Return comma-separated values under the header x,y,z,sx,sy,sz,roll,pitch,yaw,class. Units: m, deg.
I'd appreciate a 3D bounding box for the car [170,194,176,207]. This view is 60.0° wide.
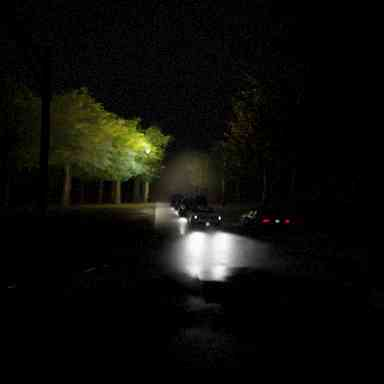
x,y,z,sx,sy,sz,roll,pitch,yaw,class
-2.242,1.354,51.373,2.150,2.045,5.566,2,-1,-6,car

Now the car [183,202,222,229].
x,y,z,sx,sy,sz,roll,pitch,yaw,class
0.716,1.601,22.001,1.895,1.301,4.718,2,0,-6,car

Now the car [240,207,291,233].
x,y,z,sx,sy,sz,roll,pitch,yaw,class
4.516,1.695,21.154,2.033,1.411,5.357,2,0,-6,car

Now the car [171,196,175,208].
x,y,z,sx,sy,sz,roll,pitch,yaw,class
-1.171,1.608,40.966,1.994,1.385,4.181,2,0,-6,car

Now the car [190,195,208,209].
x,y,z,sx,sy,sz,roll,pitch,yaw,class
1.095,1.511,53.093,2.150,2.045,5.566,2,-1,-6,car

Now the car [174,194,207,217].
x,y,z,sx,sy,sz,roll,pitch,yaw,class
-0.199,1.365,31.058,2.097,1.767,4.553,2,0,-6,car
